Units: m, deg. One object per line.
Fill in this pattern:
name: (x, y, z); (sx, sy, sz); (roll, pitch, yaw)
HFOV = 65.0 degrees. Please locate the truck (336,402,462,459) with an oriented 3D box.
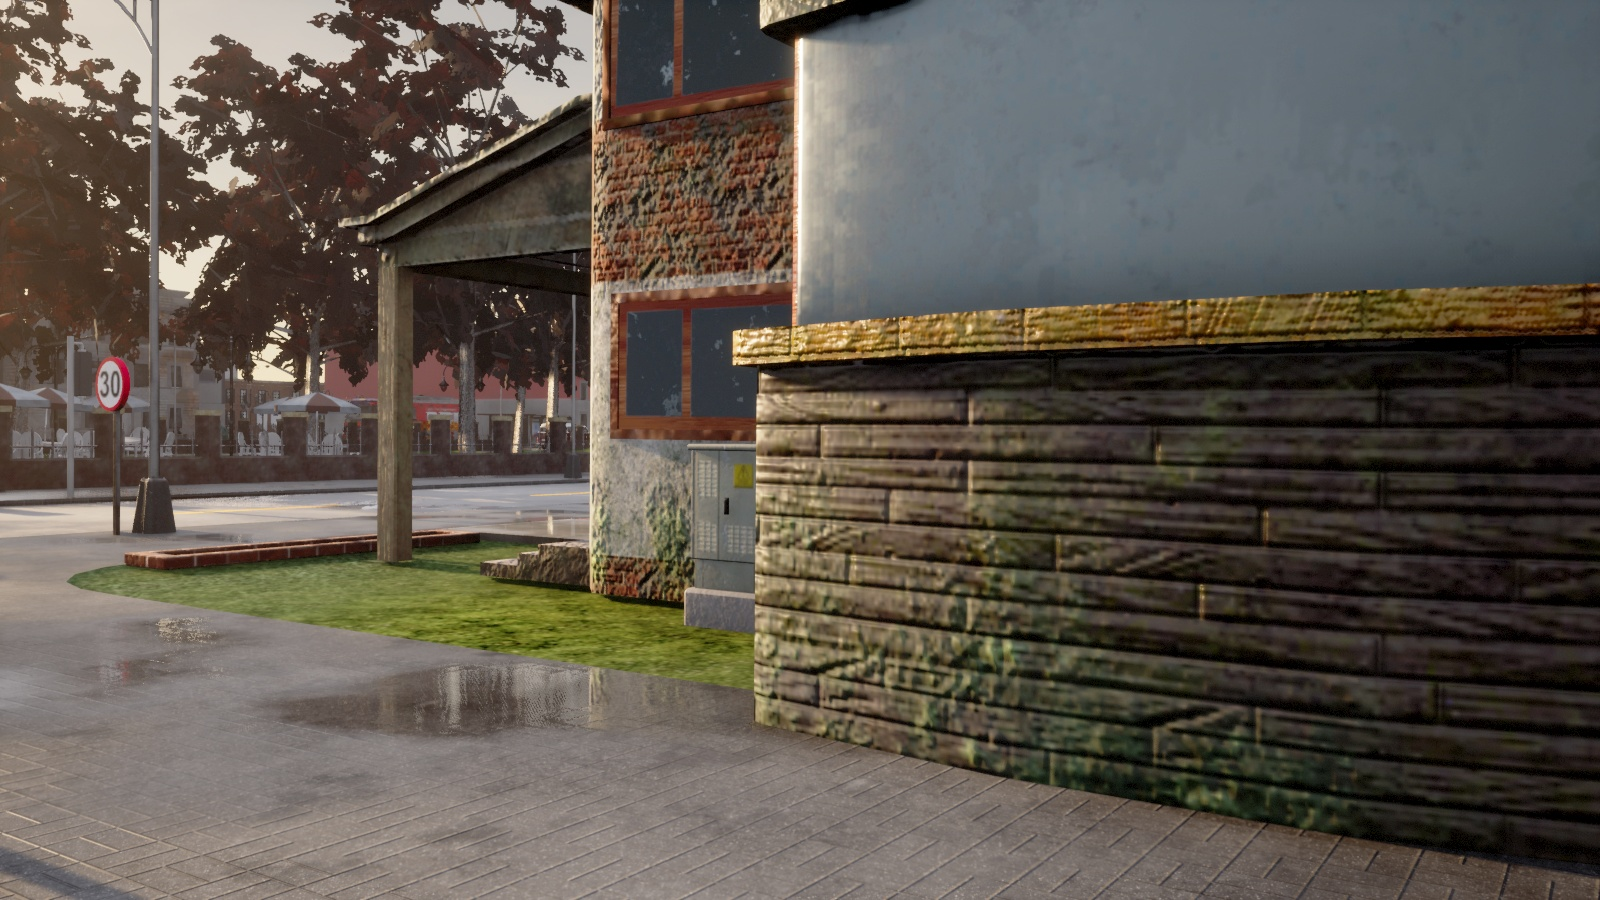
truck: (-28.031, -1.383, 88.175); (2.891, 3.827, 8.468); (0, 1, 33)

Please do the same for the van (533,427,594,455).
van: (-18.045, -0.693, 96.037); (2.069, 2.038, 4.480); (0, 1, 34)
